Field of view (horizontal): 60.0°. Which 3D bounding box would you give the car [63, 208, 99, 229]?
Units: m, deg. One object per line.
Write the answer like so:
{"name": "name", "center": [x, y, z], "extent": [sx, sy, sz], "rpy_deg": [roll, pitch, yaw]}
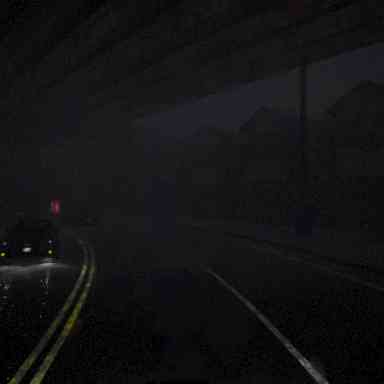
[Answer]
{"name": "car", "center": [-8.991, 1.992, 26.476], "extent": [1.882, 1.535, 5.008], "rpy_deg": [0, -1, -35]}

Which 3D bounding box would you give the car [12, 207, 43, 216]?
{"name": "car", "center": [-18.359, 2.355, 37.120], "extent": [2.033, 1.411, 5.357], "rpy_deg": [0, -1, -45]}

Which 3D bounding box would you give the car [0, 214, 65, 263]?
{"name": "car", "center": [-6.192, 1.789, 13.044], "extent": [1.994, 1.385, 4.181], "rpy_deg": [0, -1, -20]}
